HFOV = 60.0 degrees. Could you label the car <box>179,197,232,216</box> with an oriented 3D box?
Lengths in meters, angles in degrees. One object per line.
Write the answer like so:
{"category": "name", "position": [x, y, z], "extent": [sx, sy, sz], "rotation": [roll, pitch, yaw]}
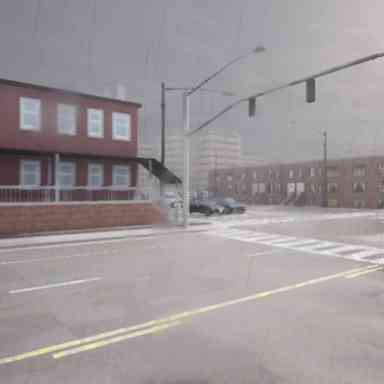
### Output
{"category": "car", "position": [1.263, 1.512, 32.663], "extent": [2.128, 1.511, 4.902], "rotation": [0, 0, -35]}

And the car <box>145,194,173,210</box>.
{"category": "car", "position": [-4.703, 1.372, 41.031], "extent": [2.097, 1.767, 4.553], "rotation": [0, 0, -35]}

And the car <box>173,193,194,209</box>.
{"category": "car", "position": [-2.573, 1.244, 44.074], "extent": [2.150, 2.045, 5.566], "rotation": [0, 0, -35]}

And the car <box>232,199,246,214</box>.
{"category": "car", "position": [3.632, 1.376, 35.370], "extent": [2.097, 1.767, 4.553], "rotation": [0, 0, -36]}

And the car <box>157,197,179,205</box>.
{"category": "car", "position": [-4.291, 1.557, 58.693], "extent": [1.812, 1.442, 4.674], "rotation": [0, 0, -36]}
